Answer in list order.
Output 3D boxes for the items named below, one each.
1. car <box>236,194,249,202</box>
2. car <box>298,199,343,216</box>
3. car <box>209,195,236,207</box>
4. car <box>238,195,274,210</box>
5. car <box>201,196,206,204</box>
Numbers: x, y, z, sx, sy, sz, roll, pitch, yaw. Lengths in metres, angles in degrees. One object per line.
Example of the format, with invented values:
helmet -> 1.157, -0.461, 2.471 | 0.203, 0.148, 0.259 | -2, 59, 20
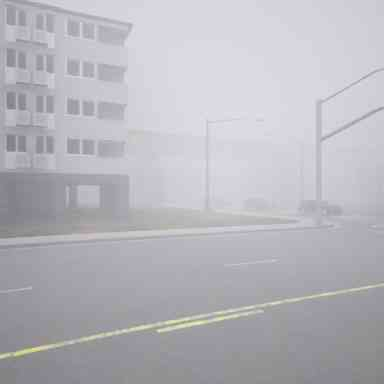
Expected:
car -> 11.407, 1.537, 75.339 | 2.033, 1.411, 5.357 | 0, 0, 41
car -> 12.834, 1.503, 33.440 | 1.837, 1.490, 4.892 | 0, 0, -25
car -> 4.445, 1.504, 51.888 | 1.837, 1.490, 4.892 | 0, 0, -20
car -> 8.518, 1.490, 42.624 | 2.128, 1.511, 4.902 | 0, 0, -25
car -> 2.735, 1.502, 61.855 | 1.837, 1.490, 4.892 | 0, 0, 4
